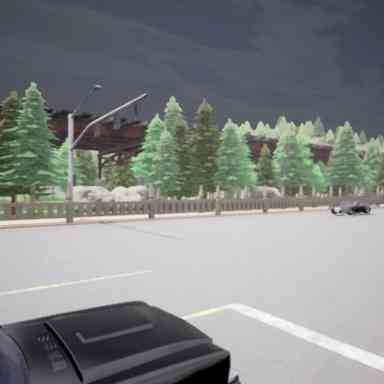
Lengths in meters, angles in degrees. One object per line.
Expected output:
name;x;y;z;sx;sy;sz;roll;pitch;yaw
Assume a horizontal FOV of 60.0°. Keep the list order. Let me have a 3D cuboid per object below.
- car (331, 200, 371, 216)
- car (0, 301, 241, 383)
car;15.390;1.494;32.146;4.902;1.511;2.128;0;0;-35
car;-1.899;1.601;2.412;4.718;1.301;1.895;0;0;-35
